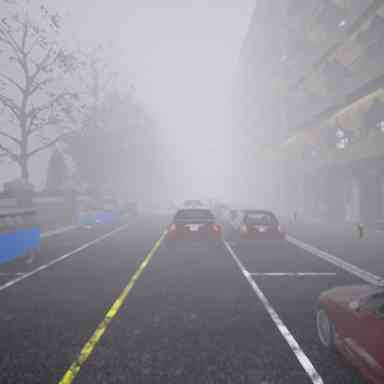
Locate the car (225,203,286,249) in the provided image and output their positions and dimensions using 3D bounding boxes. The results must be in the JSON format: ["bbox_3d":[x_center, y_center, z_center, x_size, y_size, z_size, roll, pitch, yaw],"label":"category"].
[{"bbox_3d":[2.694,1.467,14.652,1.967,1.590,4.097,0,0,0],"label":"car"}]

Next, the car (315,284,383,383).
[{"bbox_3d":[2.691,1.588,3.391,1.802,1.307,4.206,0,0,0],"label":"car"}]

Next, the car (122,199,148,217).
[{"bbox_3d":[-5.683,1.625,31.545,1.947,1.339,4.313,0,0,0],"label":"car"}]

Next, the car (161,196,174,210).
[{"bbox_3d":[-3.079,1.595,44.620,1.837,1.490,4.892,0,0,0],"label":"car"}]

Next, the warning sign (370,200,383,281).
[{"bbox_3d":[5.070,1.130,7.715,1.300,1.860,1.060,0,0,0],"label":"warning sign"}]

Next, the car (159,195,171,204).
[{"bbox_3d":[-5.674,1.479,70.959,2.192,1.841,5.009,0,0,0],"label":"car"}]

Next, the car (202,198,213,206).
[{"bbox_3d":[2.704,1.712,59.695,1.802,1.307,4.206,0,0,0],"label":"car"}]

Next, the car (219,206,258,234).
[{"bbox_3d":[2.695,1.619,20.283,1.802,1.307,4.206,0,0,0],"label":"car"}]

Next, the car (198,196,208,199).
[{"bbox_3d":[0.091,1.407,29.540,2.097,1.767,4.553,0,0,0],"label":"car"}]

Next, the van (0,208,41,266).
[{"bbox_3d":[-5.688,1.358,9.024,1.690,1.788,3.998,0,0,0],"label":"van"}]

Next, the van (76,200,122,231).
[{"bbox_3d":[-5.686,1.379,20.285,1.690,1.788,3.998,0,0,0],"label":"van"}]

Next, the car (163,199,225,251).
[{"bbox_3d":[0.088,1.379,14.399,2.097,1.767,4.553,0,0,0],"label":"car"}]

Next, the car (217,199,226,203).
[{"bbox_3d":[2.697,1.625,31.544,1.947,1.339,4.313,0,0,0],"label":"car"}]

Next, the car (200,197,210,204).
[{"bbox_3d":[2.706,1.730,70.957,1.947,1.339,4.313,0,0,0],"label":"car"}]

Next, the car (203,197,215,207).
[{"bbox_3d":[2.703,1.640,54.234,1.752,1.417,4.829,0,0,0],"label":"car"}]

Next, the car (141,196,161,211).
[{"bbox_3d":[-5.680,1.400,42.806,2.192,1.841,5.009,0,0,0],"label":"car"}]
